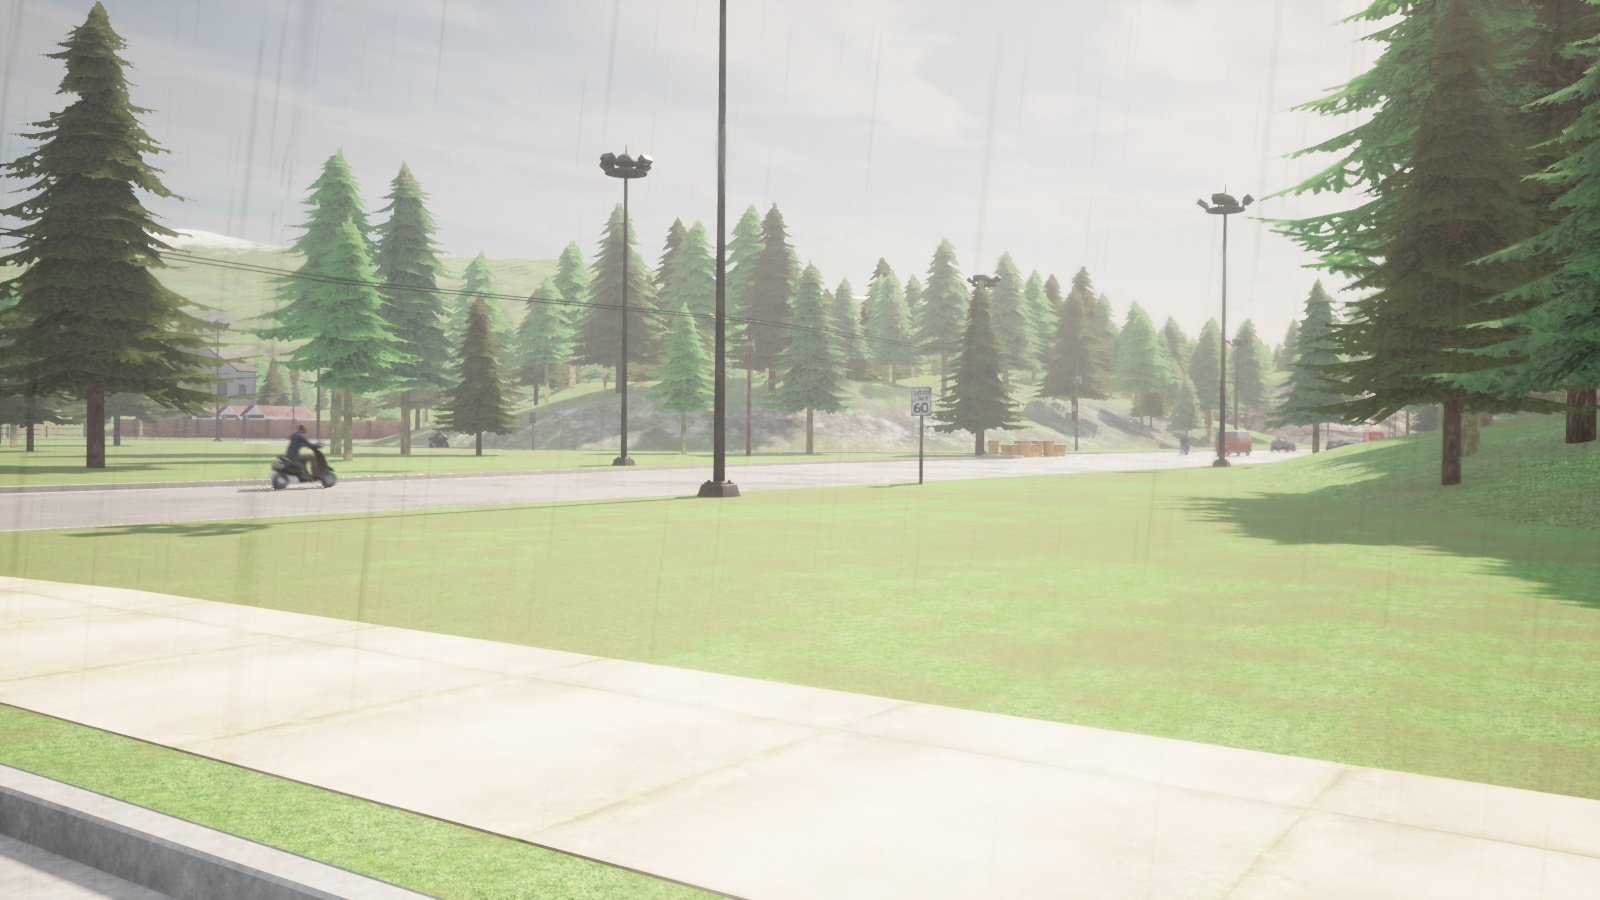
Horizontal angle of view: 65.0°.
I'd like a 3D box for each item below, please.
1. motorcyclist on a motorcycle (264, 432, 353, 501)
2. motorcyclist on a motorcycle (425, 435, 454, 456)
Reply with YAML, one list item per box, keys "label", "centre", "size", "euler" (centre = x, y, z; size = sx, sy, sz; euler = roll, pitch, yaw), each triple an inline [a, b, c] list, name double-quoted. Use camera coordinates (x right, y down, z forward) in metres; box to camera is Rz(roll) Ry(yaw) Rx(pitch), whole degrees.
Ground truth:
- label: "motorcyclist on a motorcycle"
  centre: [-11.864, 0.378, 30.348]
  size: [0.866, 1.590, 1.817]
  euler: [0, 1, 35]
- label: "motorcyclist on a motorcycle"
  centre: [-26.329, -0.301, 91.778]
  size: [2.044, 1.523, 0.797]
  euler: [0, 1, 30]
